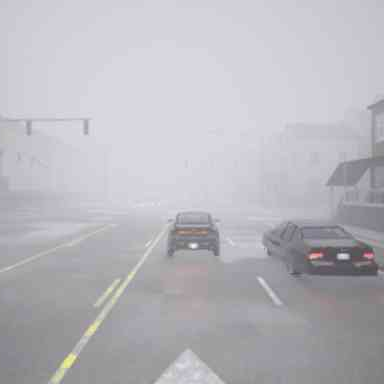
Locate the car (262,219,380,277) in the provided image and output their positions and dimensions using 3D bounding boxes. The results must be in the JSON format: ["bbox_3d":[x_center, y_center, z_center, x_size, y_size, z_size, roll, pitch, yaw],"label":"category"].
[{"bbox_3d":[3.540,1.546,10.242,2.033,1.411,5.357,0,0,1],"label":"car"}]

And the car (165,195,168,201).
[{"bbox_3d":[-7.010,1.459,82.372,1.837,1.490,4.892,0,0,0],"label":"car"}]

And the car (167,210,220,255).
[{"bbox_3d":[0.063,1.502,13.254,1.837,1.490,4.892,0,0,0],"label":"car"}]

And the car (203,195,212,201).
[{"bbox_3d":[3.491,1.373,76.182,2.033,1.411,5.357,0,0,0],"label":"car"}]

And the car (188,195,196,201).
[{"bbox_3d":[-0.009,1.373,76.182,2.033,1.411,5.357,0,0,0],"label":"car"}]

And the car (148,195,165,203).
[{"bbox_3d":[-7.014,1.546,66.699,1.994,1.385,4.181,0,0,0],"label":"car"}]

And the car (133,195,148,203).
[{"bbox_3d":[-10.509,1.585,66.598,1.895,1.301,4.718,0,0,0],"label":"car"}]
